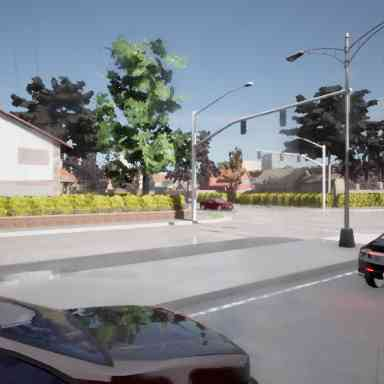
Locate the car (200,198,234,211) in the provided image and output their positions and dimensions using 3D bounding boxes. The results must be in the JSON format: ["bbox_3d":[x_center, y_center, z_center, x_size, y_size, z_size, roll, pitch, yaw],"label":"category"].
[{"bbox_3d":[2.950,1.478,40.288,1.882,1.535,5.008,0,0,-36],"label":"car"}]

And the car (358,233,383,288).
[{"bbox_3d":[5.935,1.492,8.018,4.902,1.511,2.128,0,0,-35],"label":"car"}]

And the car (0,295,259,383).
[{"bbox_3d":[-1.984,1.547,2.333,5.357,1.411,2.033,0,0,-35],"label":"car"}]
